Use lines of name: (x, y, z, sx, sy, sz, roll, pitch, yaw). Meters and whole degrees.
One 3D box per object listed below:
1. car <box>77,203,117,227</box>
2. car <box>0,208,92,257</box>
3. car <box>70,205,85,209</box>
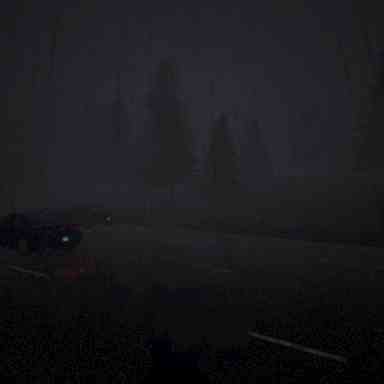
car: (-7.194, 1.508, 22.286, 5.008, 1.535, 1.882, 0, 0, 36)
car: (-6.388, 1.476, 13.023, 5.008, 1.535, 1.882, 0, 0, 36)
car: (-8.355, 1.568, 18.797, 4.181, 1.385, 1.994, 0, 0, 36)
